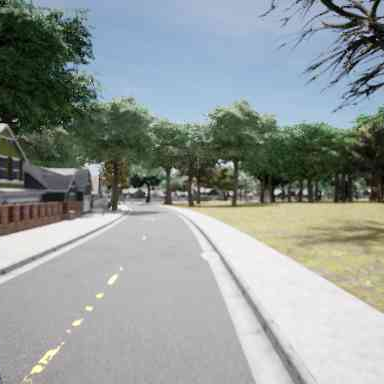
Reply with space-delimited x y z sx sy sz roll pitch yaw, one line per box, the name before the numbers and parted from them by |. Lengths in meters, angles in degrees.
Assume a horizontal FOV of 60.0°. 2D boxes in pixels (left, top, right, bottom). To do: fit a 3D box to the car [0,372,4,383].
car | -2.544 1.577 1.157 1.994 1.385 4.181 0 -1 -1
